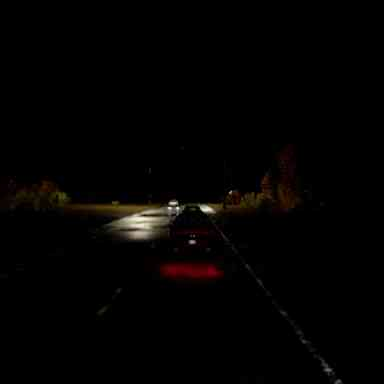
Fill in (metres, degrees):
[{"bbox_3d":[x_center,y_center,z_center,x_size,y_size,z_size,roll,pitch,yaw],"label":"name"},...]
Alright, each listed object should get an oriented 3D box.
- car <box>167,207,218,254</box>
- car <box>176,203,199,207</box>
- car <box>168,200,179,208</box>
[{"bbox_3d":[0.033,1.633,14.243,1.882,1.535,5.008,0,0,0],"label":"car"},{"bbox_3d":[0.022,1.850,27.532,2.033,1.411,5.357,0,-1,1],"label":"car"},{"bbox_3d":[-3.497,2.253,64.584,1.812,1.442,4.674,0,-1,0],"label":"car"}]
